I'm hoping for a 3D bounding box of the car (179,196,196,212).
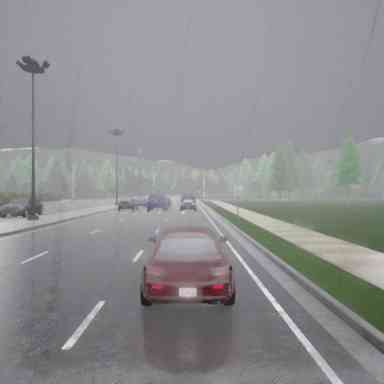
[{"bbox_3d":[-0.441,1.511,39.275,1.812,1.442,4.674,0,0,-1],"label":"car"}]

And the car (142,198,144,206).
[{"bbox_3d":[-7.561,1.546,49.478,1.994,1.385,4.181,0,0,-1],"label":"car"}]

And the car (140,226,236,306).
[{"bbox_3d":[-0.094,1.523,7.899,1.812,1.442,4.674,0,0,-1],"label":"car"}]

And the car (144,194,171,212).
[{"bbox_3d":[-3.937,1.207,38.902,2.150,2.045,5.566,0,0,-1],"label":"car"}]

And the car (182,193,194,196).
[{"bbox_3d":[-0.561,1.203,49.341,2.150,2.045,5.566,0,0,-1],"label":"car"}]

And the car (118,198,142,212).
[{"bbox_3d":[-7.440,1.490,39.128,1.837,1.490,4.892,0,0,-1],"label":"car"}]

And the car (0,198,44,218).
[{"bbox_3d":[-15.341,1.341,30.153,2.097,1.767,4.553,0,0,-1],"label":"car"}]
